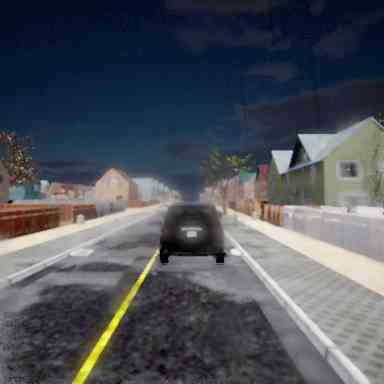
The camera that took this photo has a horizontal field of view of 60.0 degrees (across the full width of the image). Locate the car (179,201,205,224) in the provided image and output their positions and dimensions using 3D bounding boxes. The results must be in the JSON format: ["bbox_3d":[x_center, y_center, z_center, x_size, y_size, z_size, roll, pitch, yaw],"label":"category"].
[{"bbox_3d":[0.031,1.687,28.463,2.097,1.767,4.553,0,-1,1],"label":"car"}]

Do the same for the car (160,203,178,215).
[{"bbox_3d":[-2.754,2.095,40.838,1.895,1.301,4.718,0,-1,0],"label":"car"}]

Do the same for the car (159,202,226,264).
[{"bbox_3d":[0.014,1.372,12.604,2.150,2.045,5.566,0,0,0],"label":"car"}]
